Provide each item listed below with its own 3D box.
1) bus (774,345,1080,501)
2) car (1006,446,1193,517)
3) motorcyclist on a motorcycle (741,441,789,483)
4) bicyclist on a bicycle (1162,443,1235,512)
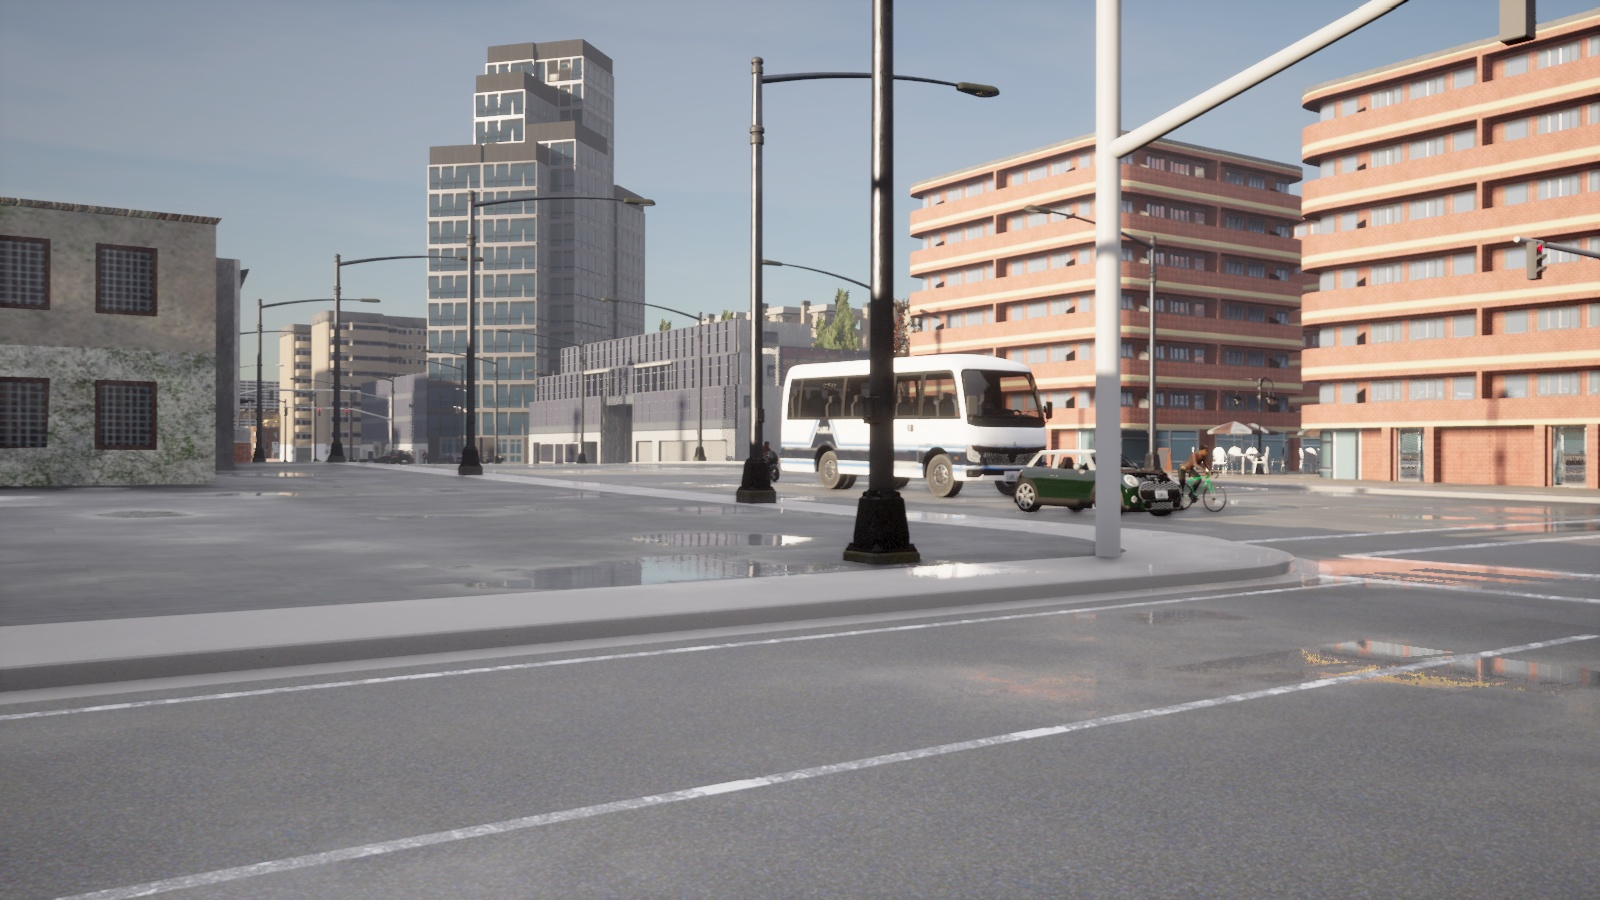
[{"bbox_3d":[3.614,-0.801,39.552,3.944,4.253,10.273,0,1,-34],"label":"bus"},{"bbox_3d":[6.741,0.663,28.556,1.970,1.475,3.806,0,1,-33],"label":"car"},{"bbox_3d":[-1.318,0.431,46.947,0.797,1.523,2.044,0,1,-34],"label":"motorcyclist on a motorcycle"},{"bbox_3d":[9.661,0.649,30.485,0.582,1.620,1.656,0,1,-34],"label":"bicyclist on a bicycle"}]
